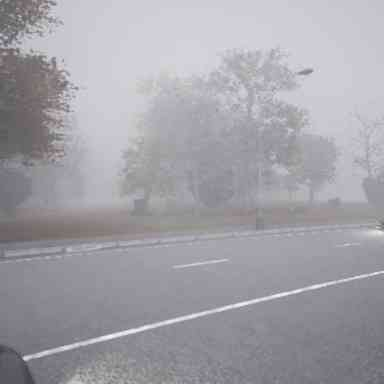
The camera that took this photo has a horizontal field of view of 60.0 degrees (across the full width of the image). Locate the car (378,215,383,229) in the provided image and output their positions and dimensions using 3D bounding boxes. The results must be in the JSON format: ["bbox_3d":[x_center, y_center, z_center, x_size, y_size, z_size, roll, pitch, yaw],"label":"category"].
[{"bbox_3d":[12.868,1.526,19.339,4.181,1.385,1.994,0,0,-26],"label":"car"}]

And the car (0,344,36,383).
[{"bbox_3d":[-2.888,1.552,1.550,4.181,1.385,1.994,0,0,-36],"label":"car"}]
